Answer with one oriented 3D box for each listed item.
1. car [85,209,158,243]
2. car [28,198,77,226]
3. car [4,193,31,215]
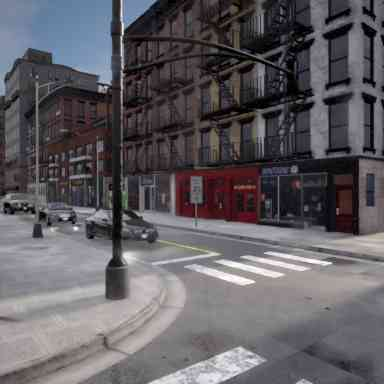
[{"bbox_3d":[-3.383,1.508,15.235,1.812,1.442,4.674,0,0,-39],"label":"car"},{"bbox_3d":[-9.645,1.456,23.357,2.128,1.511,4.902,0,0,-37],"label":"car"},{"bbox_3d":[-17.244,1.161,33.265,2.150,2.045,5.566,0,0,-37],"label":"car"}]
